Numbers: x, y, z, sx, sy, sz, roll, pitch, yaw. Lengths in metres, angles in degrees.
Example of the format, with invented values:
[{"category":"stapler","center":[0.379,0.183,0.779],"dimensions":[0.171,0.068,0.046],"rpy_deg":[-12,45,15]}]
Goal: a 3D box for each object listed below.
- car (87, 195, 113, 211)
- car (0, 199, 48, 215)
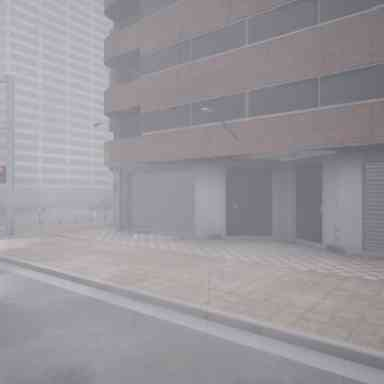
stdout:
[{"category":"car","center":[-10.499,1.505,40.939],"dimensions":[1.837,1.490,4.892],"rpy_deg":[0,0,37]},{"category":"car","center":[-16.749,1.505,32.686],"dimensions":[1.837,1.490,4.892],"rpy_deg":[0,0,37]}]
